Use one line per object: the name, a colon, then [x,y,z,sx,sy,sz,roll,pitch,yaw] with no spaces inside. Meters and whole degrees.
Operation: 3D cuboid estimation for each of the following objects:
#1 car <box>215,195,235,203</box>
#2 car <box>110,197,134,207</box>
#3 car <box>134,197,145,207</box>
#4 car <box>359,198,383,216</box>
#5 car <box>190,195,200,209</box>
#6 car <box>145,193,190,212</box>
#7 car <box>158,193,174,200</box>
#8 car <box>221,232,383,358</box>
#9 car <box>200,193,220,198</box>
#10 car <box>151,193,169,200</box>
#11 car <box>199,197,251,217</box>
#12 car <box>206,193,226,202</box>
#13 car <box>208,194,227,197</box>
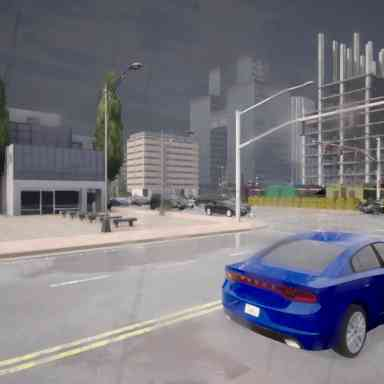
car: [6.979,1.395,69.371,3.806,1.475,1.970,0,0,-38]
car: [-11.183,1.526,51.064,1.812,1.442,4.674,0,0,-36]
car: [-8.095,1.564,52.758,1.994,1.385,4.181,0,0,-36]
car: [18.416,1.351,31.516,4.553,1.767,2.097,0,-1,3]
car: [-1.647,1.491,43.934,2.128,1.511,4.902,0,0,-36]
car: [-3.046,1.222,39.920,2.150,2.045,5.566,0,0,-36]
car: [-6.809,1.156,87.176,3.866,1.878,1.905,0,0,-38]
car: [2.766,1.478,6.126,5.008,1.535,1.882,0,0,-38]
car: [2.462,1.221,50.487,2.150,2.045,5.566,0,0,-36]
car: [-8.535,1.153,89.499,4.605,1.855,1.932,0,0,-38]
car: [3.160,1.505,31.440,1.837,1.490,4.892,0,0,-36]
car: [5.217,1.156,71.669,3.866,1.878,1.905,0,0,-38]
car: [4.243,1.352,35.886,2.097,1.767,4.553,0,0,-36]
